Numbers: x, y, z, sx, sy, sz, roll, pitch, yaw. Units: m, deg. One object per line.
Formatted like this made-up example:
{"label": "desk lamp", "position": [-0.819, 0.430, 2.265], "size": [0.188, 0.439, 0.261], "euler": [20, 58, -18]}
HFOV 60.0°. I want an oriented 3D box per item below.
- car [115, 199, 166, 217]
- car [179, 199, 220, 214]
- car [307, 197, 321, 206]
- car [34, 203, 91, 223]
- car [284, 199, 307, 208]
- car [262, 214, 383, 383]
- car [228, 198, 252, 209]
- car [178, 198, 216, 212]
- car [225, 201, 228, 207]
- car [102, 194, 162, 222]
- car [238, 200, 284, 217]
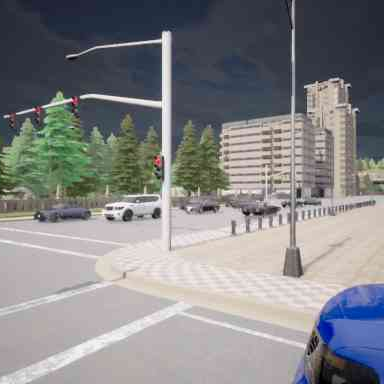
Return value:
{"label": "car", "position": [-4.974, 1.491, 32.725], "size": [2.128, 1.511, 4.902], "euler": [0, 0, 35]}
{"label": "car", "position": [1.120, 1.491, 35.239], "size": [2.128, 1.511, 4.902], "euler": [0, 0, 36]}
{"label": "car", "position": [20.229, 1.564, 55.678], "size": [1.994, 1.385, 4.181], "euler": [0, 0, 35]}
{"label": "car", "position": [-9.937, 1.564, 25.765], "size": [1.994, 1.385, 4.181], "euler": [0, 0, 35]}
{"label": "car", "position": [14.446, 1.601, 47.568], "size": [1.895, 1.301, 4.718], "euler": [0, 0, 35]}
{"label": "car", "position": [3.361, 1.221, 1.569], "size": [5.566, 2.045, 2.150], "euler": [0, 0, 36]}
{"label": "car", "position": [6.945, 1.564, 43.382], "size": [1.994, 1.385, 4.181], "euler": [0, 0, 36]}
{"label": "car", "position": [0.702, 1.547, 40.682], "size": [2.033, 1.411, 5.357], "euler": [0, 0, 36]}
{"label": "car", "position": [6.526, 1.564, 48.791], "size": [1.994, 1.385, 4.181], "euler": [0, 0, 36]}
{"label": "car", "position": [-4.644, 1.221, 27.159], "size": [2.150, 2.045, 5.566], "euler": [0, 0, 35]}
{"label": "car", "position": [6.380, 1.601, 30.219], "size": [1.895, 1.301, 4.718], "euler": [0, 0, 35]}
